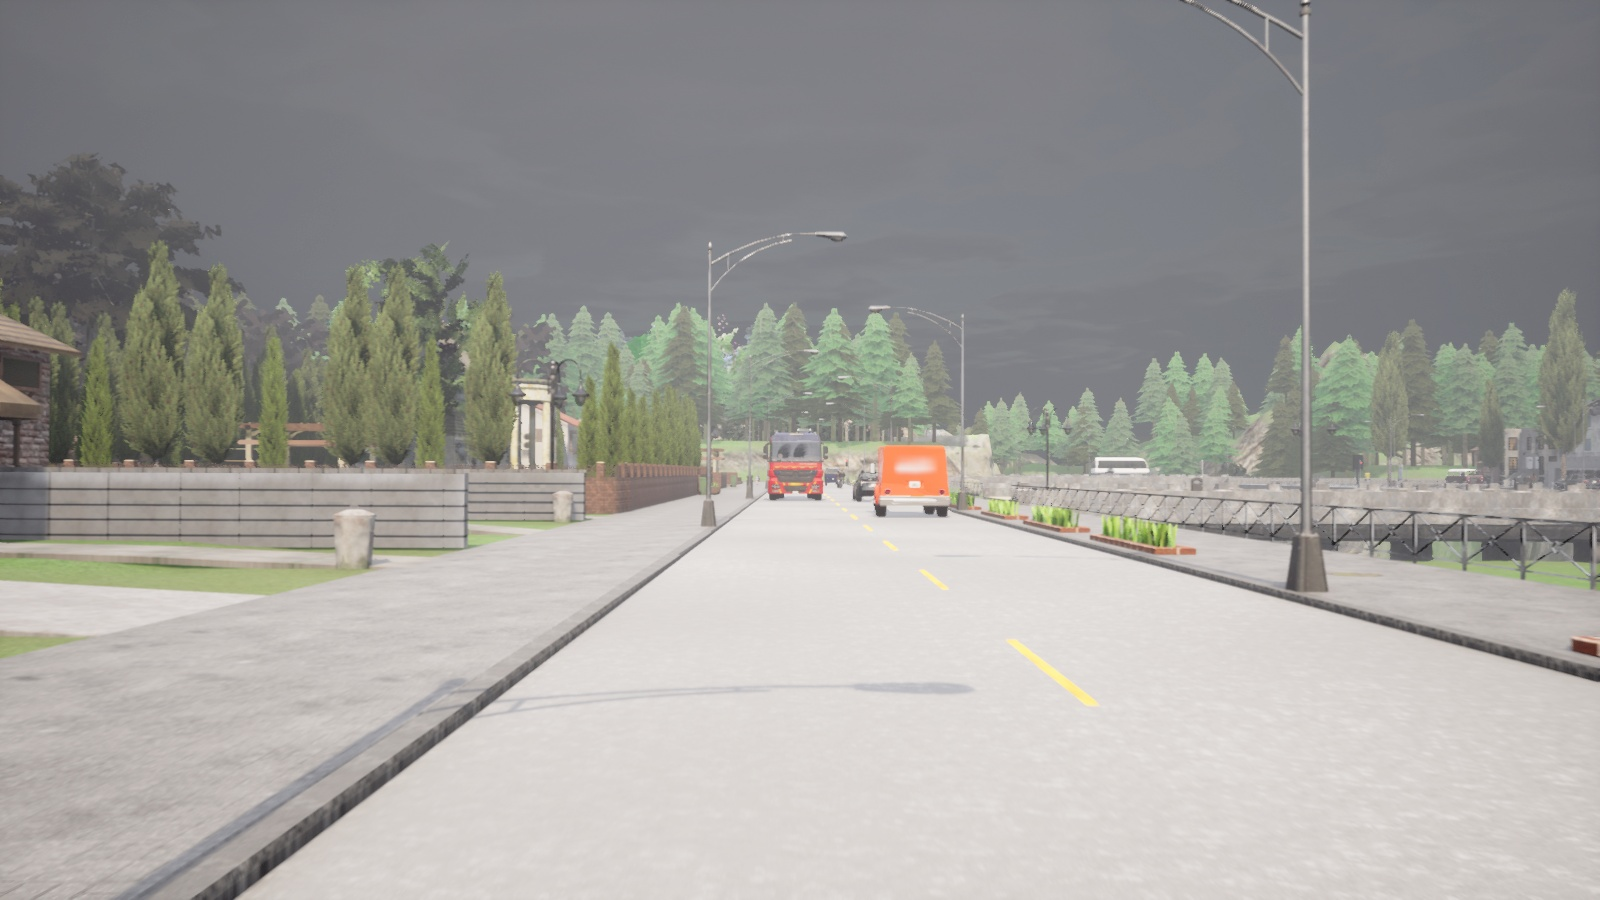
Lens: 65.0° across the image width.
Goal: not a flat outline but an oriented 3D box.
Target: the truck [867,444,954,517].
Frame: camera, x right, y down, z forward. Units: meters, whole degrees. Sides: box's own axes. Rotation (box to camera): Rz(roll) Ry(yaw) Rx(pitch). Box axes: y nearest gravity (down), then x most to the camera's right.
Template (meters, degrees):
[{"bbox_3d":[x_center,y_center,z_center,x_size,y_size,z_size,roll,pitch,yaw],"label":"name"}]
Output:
[{"bbox_3d":[3.862,1.065,44.973,2.627,2.467,5.204,0,-1,0],"label":"truck"}]

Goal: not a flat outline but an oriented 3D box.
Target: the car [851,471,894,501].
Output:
[{"bbox_3d":[3.800,1.855,66.245,2.007,1.525,4.514,0,-1,0],"label":"car"}]

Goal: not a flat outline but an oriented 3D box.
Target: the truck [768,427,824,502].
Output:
[{"bbox_3d":[-0.214,0.801,68.718,2.891,3.827,8.468,0,-1,0],"label":"truck"}]
